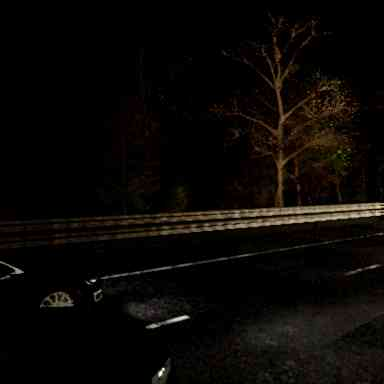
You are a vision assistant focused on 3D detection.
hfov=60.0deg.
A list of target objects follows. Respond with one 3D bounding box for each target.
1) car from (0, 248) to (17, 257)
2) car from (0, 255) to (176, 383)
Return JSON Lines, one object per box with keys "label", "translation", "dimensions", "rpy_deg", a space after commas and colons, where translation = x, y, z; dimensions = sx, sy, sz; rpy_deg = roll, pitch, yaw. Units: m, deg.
{"label": "car", "translation": [-3.922, 1.507, 5.261], "dimensions": [4.892, 1.490, 1.837], "rpy_deg": [0, 0, -35]}
{"label": "car", "translation": [-2.363, 1.494, 2.073], "dimensions": [4.902, 1.511, 2.128], "rpy_deg": [0, 0, -35]}
